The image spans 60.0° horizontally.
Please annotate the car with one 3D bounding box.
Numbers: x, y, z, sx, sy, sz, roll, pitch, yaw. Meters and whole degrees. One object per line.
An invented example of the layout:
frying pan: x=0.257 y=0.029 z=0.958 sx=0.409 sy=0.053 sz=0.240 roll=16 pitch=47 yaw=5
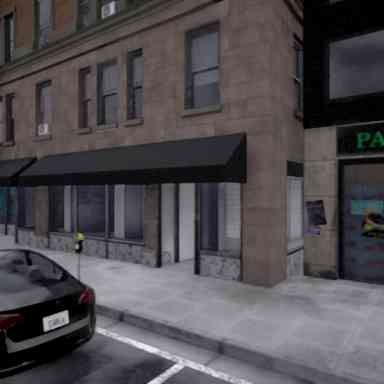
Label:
car: x=-3.307 y=1.573 z=5.175 sx=4.313 sy=1.339 sz=1.947 roll=0 pitch=0 yaw=36
